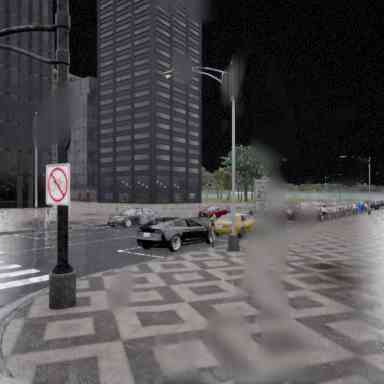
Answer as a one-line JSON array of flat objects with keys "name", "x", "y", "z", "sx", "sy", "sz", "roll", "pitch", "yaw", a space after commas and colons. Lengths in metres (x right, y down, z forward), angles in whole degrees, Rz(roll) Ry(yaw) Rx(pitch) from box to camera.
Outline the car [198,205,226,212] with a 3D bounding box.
[{"name": "car", "x": 2.298, "y": 2.014, "z": 33.643, "sx": 1.887, "sy": 1.381, "sz": 4.507, "roll": -1, "pitch": -2, "yaw": 35}]

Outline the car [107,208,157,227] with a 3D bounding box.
[{"name": "car", "x": -4.255, "y": 1.840, "z": 24.453, "sx": 2.008, "sy": 1.369, "sz": 4.403, "roll": -1, "pitch": -1, "yaw": 35}]

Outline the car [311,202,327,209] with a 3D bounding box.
[{"name": "car", "x": 25.236, "y": 2.671, "z": 65.805, "sx": 1.887, "sy": 1.381, "sz": 4.507, "roll": -1, "pitch": -2, "yaw": 35}]

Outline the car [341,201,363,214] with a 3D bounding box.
[{"name": "car", "x": 22.342, "y": 2.293, "z": 47.069, "sx": 1.967, "sy": 1.590, "sz": 4.097, "roll": -1, "pitch": -2, "yaw": 35}]

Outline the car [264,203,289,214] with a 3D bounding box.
[{"name": "car", "x": 12.127, "y": 2.303, "z": 47.426, "sx": 2.008, "sy": 1.369, "sz": 4.403, "roll": -1, "pitch": -2, "yaw": 35}]

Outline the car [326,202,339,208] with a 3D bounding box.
[{"name": "car", "x": 31.791, "y": 2.889, "z": 74.994, "sx": 1.802, "sy": 1.307, "sz": 4.206, "roll": -1, "pitch": -2, "yaw": 35}]

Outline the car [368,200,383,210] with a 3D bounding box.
[{"name": "car", "x": 35.451, "y": 2.537, "z": 65.452, "sx": 2.192, "sy": 1.841, "sz": 5.009, "roll": -1, "pitch": -2, "yaw": 35}]

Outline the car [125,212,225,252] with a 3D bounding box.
[{"name": "car", "x": -0.596, "y": 1.774, "z": 14.903, "sx": 1.947, "sy": 1.339, "sz": 4.313, "roll": -1, "pitch": -2, "yaw": 35}]

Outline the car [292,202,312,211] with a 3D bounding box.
[{"name": "car", "x": 18.682, "y": 2.492, "z": 56.616, "sx": 2.008, "sy": 1.369, "sz": 4.403, "roll": -1, "pitch": -2, "yaw": 35}]

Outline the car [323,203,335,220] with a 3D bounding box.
[{"name": "car", "x": 12.511, "y": 2.113, "z": 33.282, "sx": 1.887, "sy": 1.381, "sz": 4.507, "roll": -1, "pitch": -2, "yaw": 35}]

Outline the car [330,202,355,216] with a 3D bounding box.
[{"name": "car", "x": 19.065, "y": 2.303, "z": 42.472, "sx": 1.887, "sy": 1.381, "sz": 4.507, "roll": -1, "pitch": -2, "yaw": 35}]

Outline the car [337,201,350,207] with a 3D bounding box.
[{"name": "car", "x": 38.345, "y": 3.035, "z": 84.183, "sx": 2.008, "sy": 1.369, "sz": 4.403, "roll": -1, "pitch": -1, "yaw": 35}]

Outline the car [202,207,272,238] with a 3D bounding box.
[{"name": "car", "x": 2.779, "y": 1.823, "z": 19.636, "sx": 1.752, "sy": 1.417, "sz": 4.829, "roll": -1, "pitch": -2, "yaw": 35}]

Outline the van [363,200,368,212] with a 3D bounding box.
[{"name": "van", "x": 25.619, "y": 2.288, "z": 51.666, "sx": 1.690, "sy": 1.788, "sz": 3.998, "roll": -1, "pitch": -2, "yaw": 35}]

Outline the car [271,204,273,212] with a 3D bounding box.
[{"name": "car", "x": 8.851, "y": 2.208, "z": 42.832, "sx": 2.008, "sy": 1.369, "sz": 4.403, "roll": -1, "pitch": -2, "yaw": 35}]

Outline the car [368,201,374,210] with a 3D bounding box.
[{"name": "car", "x": 28.897, "y": 2.590, "z": 56.256, "sx": 2.008, "sy": 1.369, "sz": 4.403, "roll": -1, "pitch": -2, "yaw": 35}]

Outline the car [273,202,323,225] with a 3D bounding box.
[{"name": "car", "x": 9.233, "y": 1.790, "z": 28.693, "sx": 2.192, "sy": 1.841, "sz": 5.009, "roll": -1, "pitch": -2, "yaw": 35}]

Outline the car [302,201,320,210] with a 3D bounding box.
[{"name": "car", "x": 21.959, "y": 2.474, "z": 61.213, "sx": 1.967, "sy": 1.590, "sz": 4.097, "roll": -1, "pitch": -2, "yaw": 35}]

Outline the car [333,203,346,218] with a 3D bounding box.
[{"name": "car", "x": 15.792, "y": 2.245, "z": 37.881, "sx": 1.802, "sy": 1.307, "sz": 4.206, "roll": -1, "pitch": -2, "yaw": 36}]
